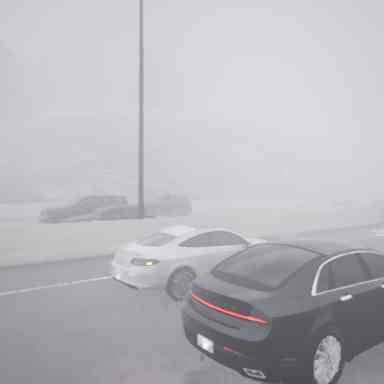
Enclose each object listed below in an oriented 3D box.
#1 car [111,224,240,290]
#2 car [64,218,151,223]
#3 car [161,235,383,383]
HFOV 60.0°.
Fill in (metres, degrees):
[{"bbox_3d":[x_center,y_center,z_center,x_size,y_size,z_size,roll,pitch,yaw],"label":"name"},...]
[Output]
[{"bbox_3d":[0.343,1.524,8.291,4.674,1.442,1.812,0,0,-35],"label":"car"},{"bbox_3d":[-4.393,1.503,18.056,4.892,1.490,1.837,0,0,-35],"label":"car"},{"bbox_3d":[2.126,1.504,5.265,4.892,1.490,1.837,0,0,-35],"label":"car"}]
